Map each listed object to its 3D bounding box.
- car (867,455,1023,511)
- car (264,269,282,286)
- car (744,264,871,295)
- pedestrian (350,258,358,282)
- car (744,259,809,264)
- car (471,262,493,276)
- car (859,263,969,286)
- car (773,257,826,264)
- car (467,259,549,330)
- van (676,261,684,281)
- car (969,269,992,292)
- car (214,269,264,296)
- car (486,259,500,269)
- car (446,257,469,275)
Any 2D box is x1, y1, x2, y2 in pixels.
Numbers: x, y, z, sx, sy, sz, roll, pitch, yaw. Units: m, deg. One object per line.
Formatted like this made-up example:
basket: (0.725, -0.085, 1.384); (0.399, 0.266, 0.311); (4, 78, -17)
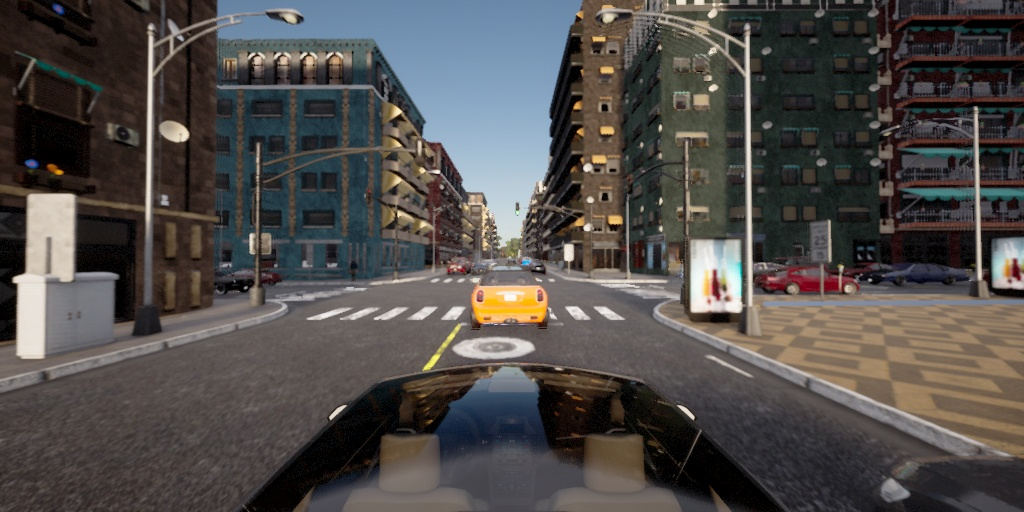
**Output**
car: (2.821, 1.301, 0.176); (2.007, 1.370, 4.403); (0, 0, 0)
car: (-18.623, 1.529, 25.414); (4.207, 1.307, 1.802); (0, 0, 0)
car: (13.707, 1.152, 16.803); (4.207, 1.307, 1.802); (0, 0, 0)
pedestrian: (-12.530, 1.081, 28.332); (0.375, 1.860, 0.375); (0, 0, 0)
car: (15.200, 1.134, 22.594); (4.902, 1.511, 2.128); (0, -1, 0)
car: (-3.105, 1.312, 37.722); (1.994, 1.385, 4.181); (0, 0, -1)
car: (25.150, 1.114, 22.523); (5.357, 1.411, 2.033); (0, -1, 0)
car: (19.296, 0.963, 25.144); (5.009, 1.841, 2.192); (0, 0, 0)
car: (-0.205, 1.096, 11.374); (2.097, 1.767, 4.553); (0, 0, -4)
van: (13.769, 1.031, 25.184); (3.998, 1.789, 1.690); (0, 0, 0)
car: (24.763, 0.925, 16.725); (4.097, 1.591, 1.967); (0, 0, 0)
car: (-16.726, 1.448, 19.615); (4.718, 1.301, 1.895); (0, -1, 1)
car: (-3.004, 1.240, 57.778); (2.128, 1.511, 4.902); (0, 0, 0)
car: (-5.692, 1.063, 38.408); (2.192, 1.841, 5.009); (0, 0, 0)
